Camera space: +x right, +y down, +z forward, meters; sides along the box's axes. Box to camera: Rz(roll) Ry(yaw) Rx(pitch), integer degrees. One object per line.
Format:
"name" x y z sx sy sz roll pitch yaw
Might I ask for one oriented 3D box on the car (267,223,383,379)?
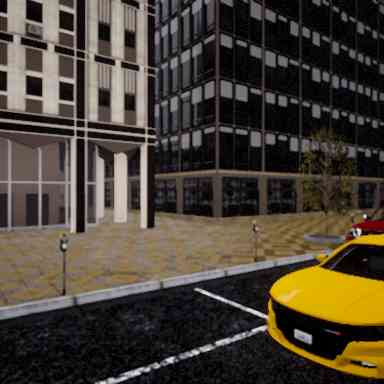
"car" 3.375 1.486 5.502 5.008 1.535 1.882 0 0 -36

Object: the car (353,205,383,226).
"car" 7.506 1.334 11.696 5.009 1.841 2.192 0 0 -36
